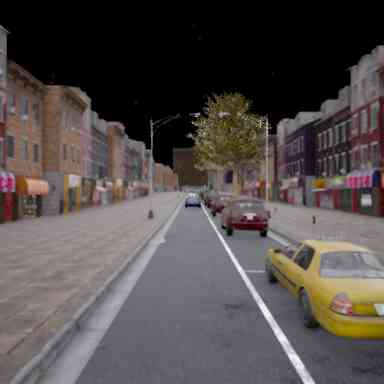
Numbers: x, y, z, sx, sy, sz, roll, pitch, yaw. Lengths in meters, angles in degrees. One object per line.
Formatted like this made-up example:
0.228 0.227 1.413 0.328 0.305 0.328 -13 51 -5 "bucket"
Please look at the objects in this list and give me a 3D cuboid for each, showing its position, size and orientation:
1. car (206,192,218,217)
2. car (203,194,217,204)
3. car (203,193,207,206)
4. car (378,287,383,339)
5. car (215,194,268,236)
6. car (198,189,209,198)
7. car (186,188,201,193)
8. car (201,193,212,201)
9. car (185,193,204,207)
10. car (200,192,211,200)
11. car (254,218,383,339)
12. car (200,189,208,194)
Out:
2.671 1.123 28.772 2.192 1.841 5.009 2 1 0 "car"
2.673 1.046 51.004 1.887 1.381 4.507 2 1 0 "car"
2.669 1.232 39.889 1.947 1.339 4.313 2 1 0 "car"
2.650 1.581 0.975 1.802 1.307 4.206 1 0 0 "car"
2.665 1.236 17.653 2.192 1.841 5.009 1 1 0 "car"
2.689 0.314 78.771 2.192 1.841 5.009 2 1 0 "car"
0.105 0.597 58.209 2.150 2.045 5.566 0 1 0 "car"
2.677 0.876 62.115 1.947 1.339 4.313 2 1 0 "car"
0.111 1.191 42.658 1.994 1.385 4.181 0 1 0 "car"
2.678 0.773 67.670 1.947 1.339 4.313 2 1 0 "car"
2.655 1.510 6.705 1.752 1.417 4.829 1 0 0 "car"
2.677 0.901 45.444 2.192 1.841 5.009 2 1 0 "car"
